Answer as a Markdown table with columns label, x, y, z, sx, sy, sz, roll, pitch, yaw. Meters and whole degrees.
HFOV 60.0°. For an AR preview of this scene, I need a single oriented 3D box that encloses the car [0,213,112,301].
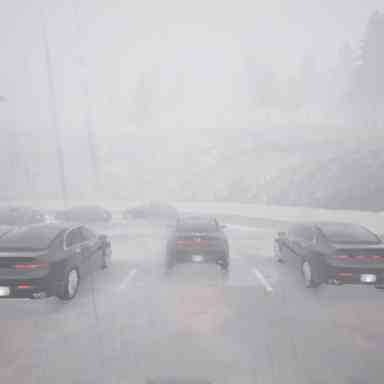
| label | x | y | z | sx | sy | sz | roll | pitch | yaw |
| --- | --- | --- | --- | --- | --- | --- | --- | --- | --- |
| car | -3.401 | 1.520 | 8.347 | 1.837 | 1.490 | 4.892 | 0 | 0 | 0 |

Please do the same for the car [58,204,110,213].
| label | x | y | z | sx | sy | sz | roll | pitch | yaw |
| --- | --- | --- | --- | --- | --- | --- | --- | --- | --- |
| car | -8.033 | 1.610 | 24.595 | 4.181 | 1.385 | 1.994 | 0 | 0 | 25 |

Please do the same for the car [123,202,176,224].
| label | x | y | z | sx | sy | sz | roll | pitch | yaw |
| --- | --- | --- | --- | --- | --- | --- | --- | --- | --- |
| car | -3.345 | 1.552 | 25.847 | 4.902 | 1.511 | 2.128 | 0 | -1 | 39 |

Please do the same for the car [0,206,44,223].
| label | x | y | z | sx | sy | sz | roll | pitch | yaw |
| --- | --- | --- | --- | --- | --- | --- | --- | --- | --- |
| car | -11.970 | 1.594 | 21.968 | 4.181 | 1.385 | 1.994 | 0 | 0 | 10 |

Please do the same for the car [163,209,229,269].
| label | x | y | z | sx | sy | sz | roll | pitch | yaw |
| --- | --- | --- | --- | --- | --- | --- | --- | --- | --- |
| car | 0.139 | 1.535 | 11.294 | 1.837 | 1.490 | 4.892 | 0 | 0 | -1 |

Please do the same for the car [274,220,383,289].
| label | x | y | z | sx | sy | sz | roll | pitch | yaw |
| --- | --- | --- | --- | --- | --- | --- | --- | --- | --- |
| car | 3.638 | 1.537 | 9.236 | 1.837 | 1.490 | 4.892 | 0 | 0 | 1 |
